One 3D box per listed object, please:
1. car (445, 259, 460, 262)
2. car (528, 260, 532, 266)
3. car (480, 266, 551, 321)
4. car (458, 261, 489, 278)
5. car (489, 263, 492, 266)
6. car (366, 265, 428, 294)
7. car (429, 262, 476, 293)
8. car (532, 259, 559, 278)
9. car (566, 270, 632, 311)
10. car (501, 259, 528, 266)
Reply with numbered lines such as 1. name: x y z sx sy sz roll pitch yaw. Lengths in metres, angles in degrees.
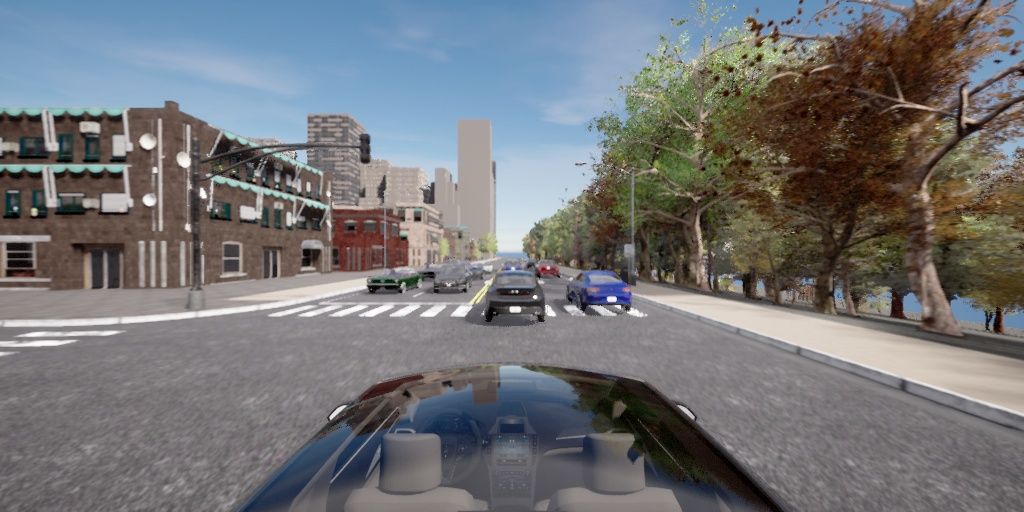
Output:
1. car: -6.539 1.132 38.912 2.097 1.767 4.553 0 0 0
2. car: 3.299 1.302 58.533 1.837 1.490 4.892 0 0 0
3. car: 0.096 1.264 12.528 1.837 1.490 4.892 0 0 0
4. car: -3.335 1.338 31.081 1.994 1.385 4.181 0 0 0
5. car: -3.269 1.383 41.099 1.895 1.301 4.718 0 0 0
6. car: -6.597 1.367 20.725 1.895 1.301 4.718 0 0 3
7. car: -3.373 1.271 21.125 1.837 1.490 4.892 0 0 -2
8. car: 3.340 1.130 34.968 2.097 1.767 4.553 0 0 0
9. car: 3.346 1.287 14.319 1.812 1.442 4.674 0 0 0
10. car: 0.090 1.128 33.044 2.097 1.767 4.553 0 0 0
